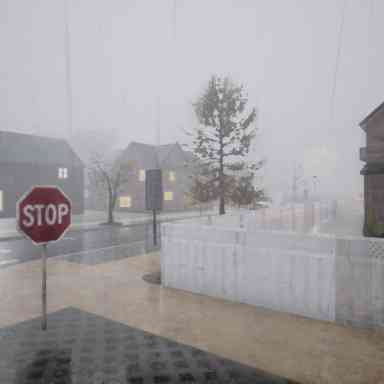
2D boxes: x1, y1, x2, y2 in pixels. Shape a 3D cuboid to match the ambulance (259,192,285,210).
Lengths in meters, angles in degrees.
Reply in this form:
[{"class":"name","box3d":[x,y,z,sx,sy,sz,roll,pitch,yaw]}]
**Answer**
[{"class":"ambulance","box3d":[8.869,1.249,38.813,2.351,2.431,6.366,-1,-1,34]}]
